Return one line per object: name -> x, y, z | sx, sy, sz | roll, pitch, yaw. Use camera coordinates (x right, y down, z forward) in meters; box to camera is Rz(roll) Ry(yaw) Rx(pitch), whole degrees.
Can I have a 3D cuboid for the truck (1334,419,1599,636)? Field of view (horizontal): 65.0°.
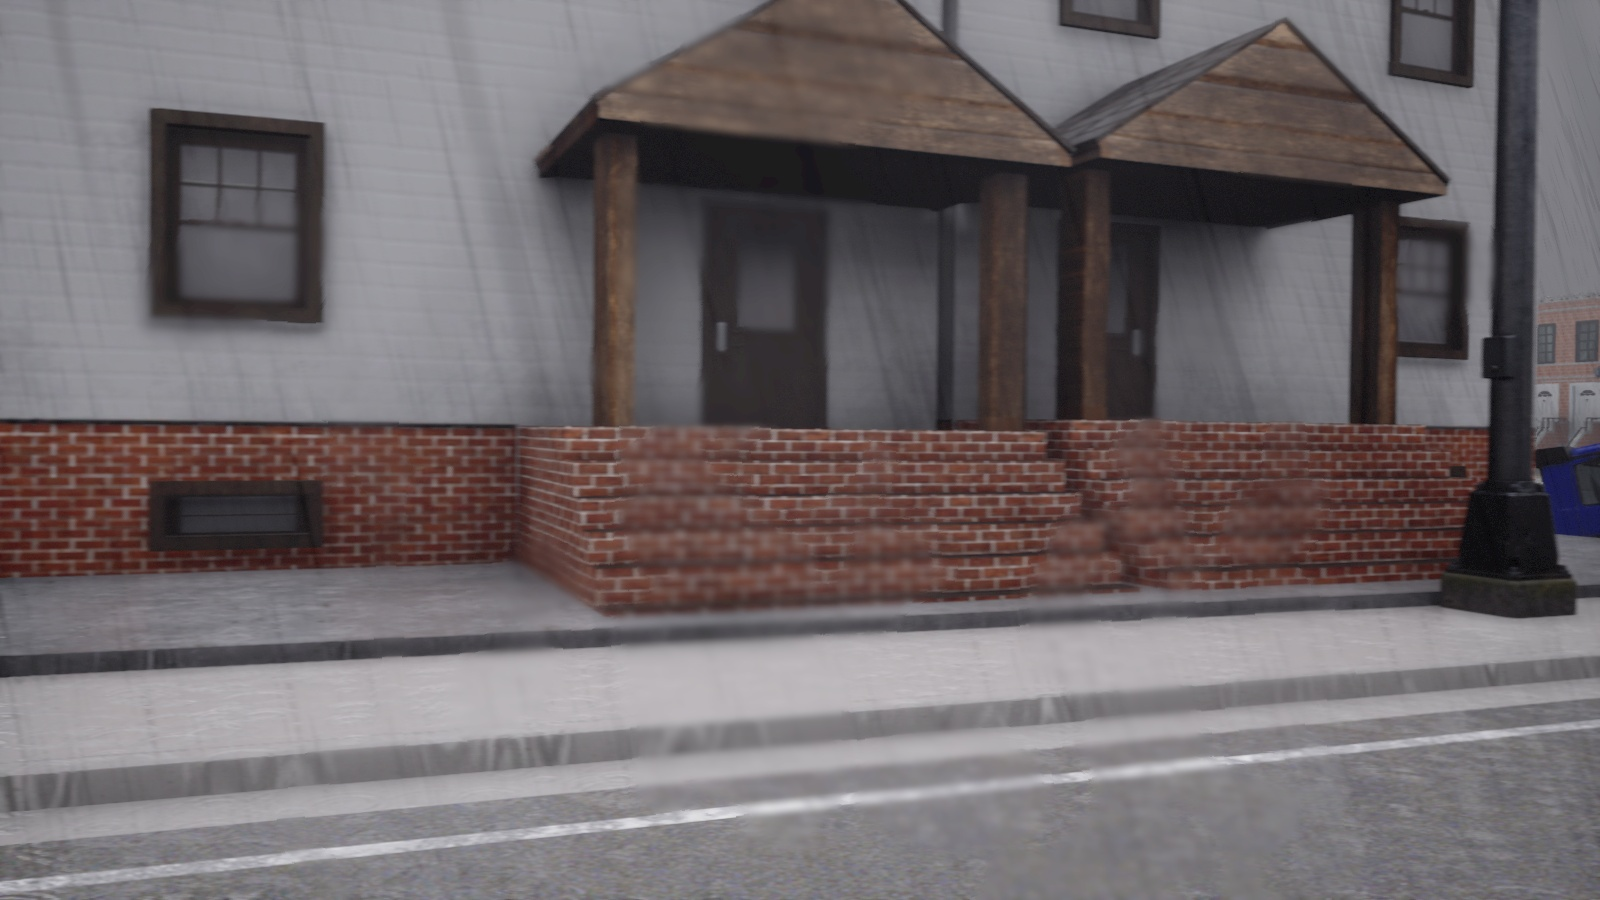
truck -> 15.391, 1.658, 25.924 | 2.891, 3.462, 7.936 | -2, -12, -21
